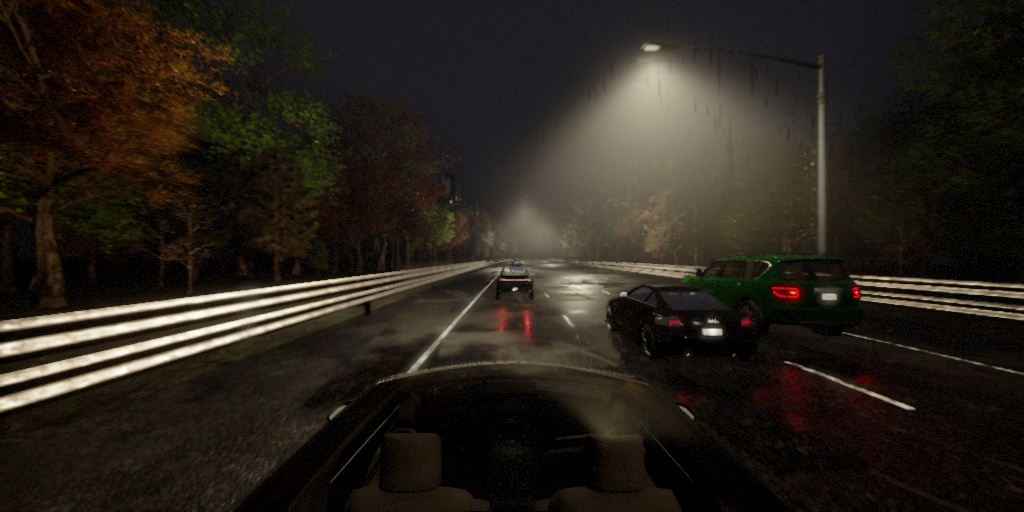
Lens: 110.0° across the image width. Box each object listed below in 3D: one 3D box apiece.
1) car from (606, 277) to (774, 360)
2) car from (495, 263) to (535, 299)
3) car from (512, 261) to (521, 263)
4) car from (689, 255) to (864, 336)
[{"bbox_3d":[3.605,1.336,8.436,1.994,1.385,4.181,0,0,0],"label":"car"},{"bbox_3d":[0.151,1.286,18.507,2.128,1.511,4.902,0,0,0],"label":"car"},{"bbox_3d":[0.646,1.445,51.940,1.994,1.385,4.181,0,0,1],"label":"car"},{"bbox_3d":[7.097,1.004,10.687,2.150,2.045,5.566,0,0,0],"label":"car"}]
